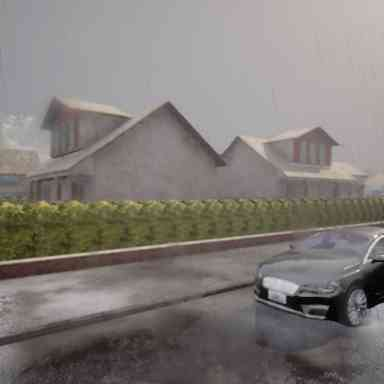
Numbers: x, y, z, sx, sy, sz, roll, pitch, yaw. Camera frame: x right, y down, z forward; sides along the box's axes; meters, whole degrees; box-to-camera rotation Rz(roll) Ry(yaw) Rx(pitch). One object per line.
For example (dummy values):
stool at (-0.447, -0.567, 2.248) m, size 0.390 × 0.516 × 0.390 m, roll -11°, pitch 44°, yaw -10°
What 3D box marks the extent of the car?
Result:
car at (3.430, 1.547, 7.186) m, size 4.902 × 1.511 × 2.128 m, roll 0°, pitch 0°, yaw -37°
